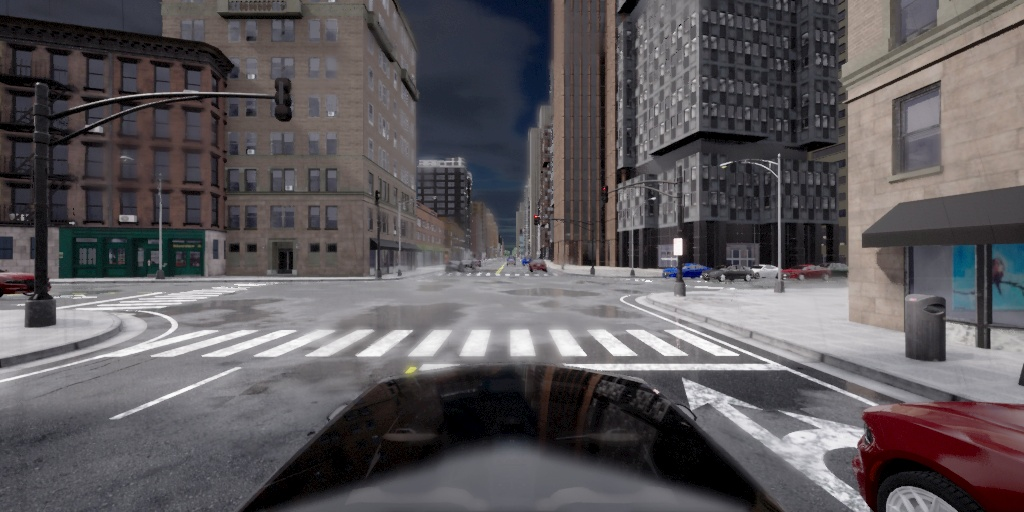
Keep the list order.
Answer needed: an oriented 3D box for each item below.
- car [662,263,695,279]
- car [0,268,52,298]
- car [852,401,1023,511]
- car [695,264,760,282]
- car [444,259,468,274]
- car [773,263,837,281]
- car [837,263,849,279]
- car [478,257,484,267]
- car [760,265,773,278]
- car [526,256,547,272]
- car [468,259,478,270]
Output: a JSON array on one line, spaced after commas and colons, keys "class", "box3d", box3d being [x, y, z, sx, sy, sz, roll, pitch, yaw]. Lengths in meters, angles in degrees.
[{"class": "car", "box3d": [17.014, 1.486, 34.826, 5.008, 1.535, 1.882, 1, 0, -16]}, {"class": "car", "box3d": [-22.335, 0.962, 14.471, 5.008, 1.535, 1.882, 1, 0, -17]}, {"class": "car", "box3d": [3.353, 1.227, 0.450, 1.882, 1.535, 5.008, 0, 0, 0]}, {"class": "car", "box3d": [19.267, 1.514, 32.084, 4.892, 1.490, 1.837, 1, 0, -17]}, {"class": "car", "box3d": [-6.654, 1.263, 41.991, 1.837, 1.490, 4.892, 0, 0, 0]}, {"class": "car", "box3d": [28.317, 1.593, 34.659, 5.008, 1.535, 1.882, 1, 0, -15]}, {"class": "car", "box3d": [35.003, 1.570, 39.685, 4.553, 1.767, 2.097, 1, 0, -13]}, {"class": "car", "box3d": [-6.668, 1.325, 65.143, 1.994, 1.385, 4.181, 0, 0, 1]}, {"class": "car", "box3d": [25.995, 1.639, 37.400, 4.674, 1.442, 1.812, 1, 0, -15]}, {"class": "car", "box3d": [3.257, 1.110, 46.284, 2.097, 1.767, 4.553, 0, 0, 0]}, {"class": "car", "box3d": [-6.668, 1.267, 54.349, 1.837, 1.490, 4.892, 0, 0, 0]}]
